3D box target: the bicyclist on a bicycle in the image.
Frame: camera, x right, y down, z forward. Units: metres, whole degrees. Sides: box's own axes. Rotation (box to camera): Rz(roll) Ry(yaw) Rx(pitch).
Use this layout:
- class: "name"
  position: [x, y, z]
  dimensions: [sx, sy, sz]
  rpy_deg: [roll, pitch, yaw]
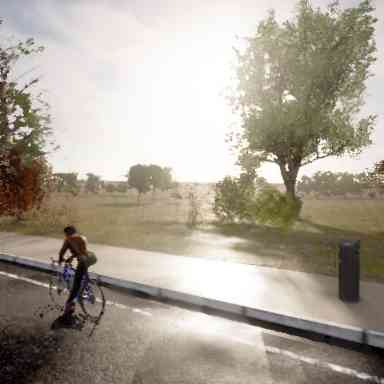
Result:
- class: "bicyclist on a bicycle"
  position: [-2.161, 1.447, 6.144]
  dimensions: [1.656, 1.620, 0.582]
  rpy_deg: [0, 0, 35]
